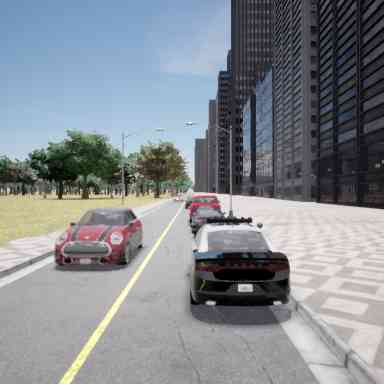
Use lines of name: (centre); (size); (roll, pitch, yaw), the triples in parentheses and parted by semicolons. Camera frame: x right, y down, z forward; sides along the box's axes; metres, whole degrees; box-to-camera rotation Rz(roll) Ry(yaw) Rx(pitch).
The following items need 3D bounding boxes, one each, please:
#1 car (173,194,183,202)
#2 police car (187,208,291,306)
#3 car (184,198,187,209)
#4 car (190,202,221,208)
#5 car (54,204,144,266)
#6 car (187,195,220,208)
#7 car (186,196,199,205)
car: (-2.954, 1.247, 71.051); (2.097, 1.767, 4.553); (0, 0, 0)
police car: (0.907, 1.425, 8.230); (1.930, 1.638, 5.238); (0, 0, 0)
car: (0.054, 1.461, 44.989); (1.837, 1.490, 4.892); (0, 0, 1)
car: (0.913, 1.521, 18.121); (1.812, 1.442, 4.674); (0, 0, 0)
car: (-2.992, 1.351, 11.572); (2.097, 1.767, 4.553); (0, 0, 0)
car: (0.915, 1.214, 24.152); (2.150, 2.045, 5.566); (0, 0, 0)
car: (0.038, 1.422, 58.028); (2.128, 1.511, 4.902); (0, 0, 0)
